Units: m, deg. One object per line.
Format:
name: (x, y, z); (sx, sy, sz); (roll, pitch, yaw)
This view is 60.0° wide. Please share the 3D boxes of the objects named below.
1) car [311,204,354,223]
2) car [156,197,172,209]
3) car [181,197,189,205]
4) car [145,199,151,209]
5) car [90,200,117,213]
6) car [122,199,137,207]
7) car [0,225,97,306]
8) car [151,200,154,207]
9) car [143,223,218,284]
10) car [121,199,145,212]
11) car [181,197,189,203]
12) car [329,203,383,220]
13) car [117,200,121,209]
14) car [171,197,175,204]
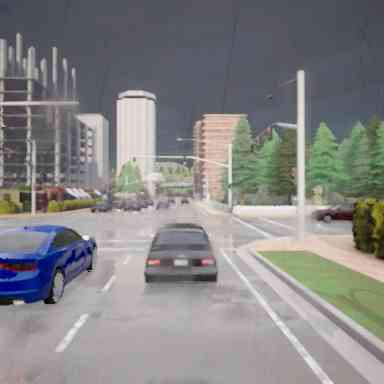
car: (12.247, 1.698, 26.998); (5.008, 1.535, 1.882); (0, 0, 0)
car: (-4.535, 1.980, 52.673); (1.812, 1.442, 4.674); (0, 0, -1)
car: (-1.603, 2.133, 74.705); (1.837, 1.490, 4.892); (0, 0, -1)
car: (-8.273, 2.036, 54.341); (1.994, 1.385, 4.181); (0, 0, -1)
car: (-11.557, 1.926, 43.021); (2.033, 1.411, 5.357); (0, 0, -1)
car: (-11.913, 2.102, 63.615); (2.033, 1.411, 5.357); (0, 0, -1)
car: (-3.770, 1.553, 8.280); (1.882, 1.535, 5.008); (0, -1, -3)
car: (-8.426, 2.121, 64.296); (1.994, 1.385, 4.181); (0, 0, -1)
car: (-0.323, 1.633, 9.861); (2.033, 1.411, 5.357); (0, 0, -2)
car: (-8.113, 1.965, 45.976); (1.994, 1.385, 4.181); (0, 0, -1)
car: (-1.793, 2.045, 83.923); (1.837, 1.490, 4.892); (0, 0, -1)
car: (15.237, 1.773, 30.464); (4.674, 1.442, 1.812); (0, 0, 0)
car: (-11.754, 2.012, 53.063); (2.033, 1.411, 5.357); (0, 0, -1)
car: (-5.292, 2.076, 83.849); (2.097, 1.767, 4.553); (0, 0, -1)
